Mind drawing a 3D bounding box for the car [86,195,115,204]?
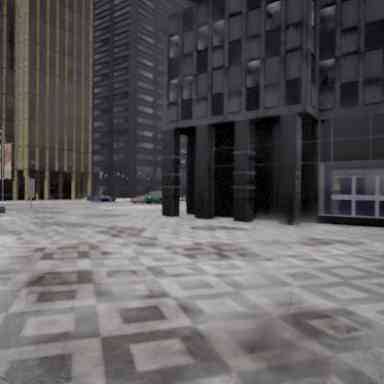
[{"bbox_3d":[-14.906,1.172,54.396,1.895,1.301,4.718,1,0,36],"label":"car"}]

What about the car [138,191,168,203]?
[{"bbox_3d":[-6.970,0.852,59.787,2.150,2.045,5.566,1,0,36],"label":"car"}]

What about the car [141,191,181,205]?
[{"bbox_3d":[-4.717,0.914,51.692,2.150,2.045,5.566,1,-1,36],"label":"car"}]

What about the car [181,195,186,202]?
[{"bbox_3d":[-0.377,1.240,63.376,1.994,1.385,4.181,1,0,36],"label":"car"}]

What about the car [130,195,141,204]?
[{"bbox_3d":[-7.469,1.207,53.441,2.033,1.411,5.357,1,0,36],"label":"car"}]
